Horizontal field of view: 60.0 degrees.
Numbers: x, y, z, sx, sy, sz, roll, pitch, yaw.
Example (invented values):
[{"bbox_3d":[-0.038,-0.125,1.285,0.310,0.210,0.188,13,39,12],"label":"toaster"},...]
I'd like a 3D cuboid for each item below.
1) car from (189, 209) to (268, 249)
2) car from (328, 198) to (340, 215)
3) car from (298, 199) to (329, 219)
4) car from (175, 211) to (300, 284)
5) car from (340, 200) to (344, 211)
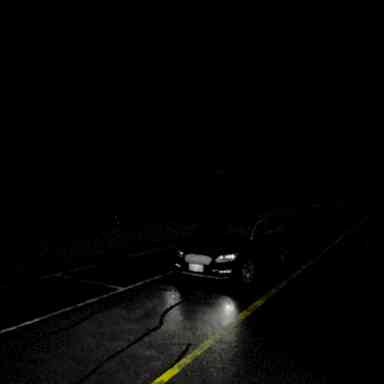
[{"bbox_3d":[1.844,1.566,15.392,1.947,1.339,4.313,0,0,32],"label":"car"},{"bbox_3d":[13.526,1.567,34.153,1.947,1.339,4.313,0,0,32],"label":"car"},{"bbox_3d":[10.605,1.583,29.463,1.802,1.307,4.206,0,0,32],"label":"car"},{"bbox_3d":[1.385,1.492,9.801,2.128,1.511,4.902,0,0,32],"label":"car"},{"bbox_3d":[16.446,1.442,38.843,1.967,1.590,4.097,0,0,32],"label":"car"}]
